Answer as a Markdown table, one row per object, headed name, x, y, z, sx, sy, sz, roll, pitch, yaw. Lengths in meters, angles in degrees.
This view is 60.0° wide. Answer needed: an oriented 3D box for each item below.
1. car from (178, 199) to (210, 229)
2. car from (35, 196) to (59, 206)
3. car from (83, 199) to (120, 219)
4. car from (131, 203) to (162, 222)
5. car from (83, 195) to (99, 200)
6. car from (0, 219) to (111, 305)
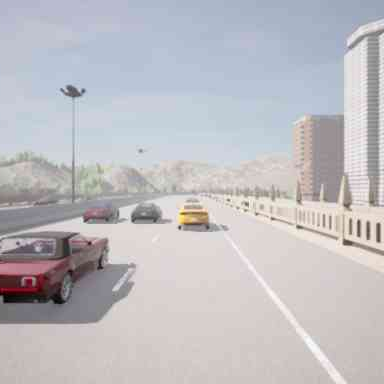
| name | x | y | z | sx | sy | sz | roll | pitch | yaw |
| --- | --- | --- | --- | --- | --- | --- | --- | --- | --- |
| car | 0.097 | 1.427 | 21.435 | 1.882 | 1.535 | 5.008 | 0 | 0 | 0 |
| car | -21.150 | 1.364 | 48.606 | 1.882 | 1.535 | 5.008 | 0 | 0 | -1 |
| car | -6.905 | 1.504 | 25.726 | 1.994 | 1.385 | 4.181 | 0 | 0 | 0 |
| car | -3.404 | 1.504 | 25.472 | 1.994 | 1.385 | 4.181 | 0 | 0 | 0 |
| car | -14.108 | 1.493 | 46.156 | 1.895 | 1.301 | 4.718 | 0 | 0 | 0 |
| car | -3.401 | 1.582 | 7.993 | 1.895 | 1.301 | 4.718 | 0 | 0 | 0 |
